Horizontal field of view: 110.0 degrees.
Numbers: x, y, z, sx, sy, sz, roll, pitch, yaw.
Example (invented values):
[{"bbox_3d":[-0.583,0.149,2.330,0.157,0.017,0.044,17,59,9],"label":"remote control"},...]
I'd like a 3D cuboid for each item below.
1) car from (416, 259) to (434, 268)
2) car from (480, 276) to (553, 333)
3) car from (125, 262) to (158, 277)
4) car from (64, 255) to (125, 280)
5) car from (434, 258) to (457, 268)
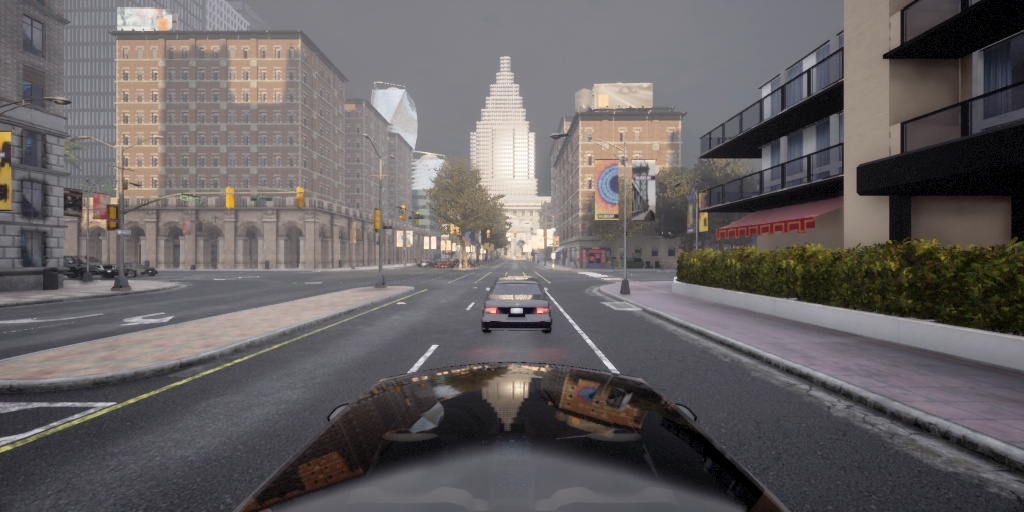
[{"bbox_3d":[-14.535,1.242,61.520,2.128,1.511,4.902,0,0,1],"label":"car"},{"bbox_3d":[0.143,1.297,10.709,2.033,1.411,5.357,0,0,1],"label":"car"},{"bbox_3d":[-36.838,1.314,34.530,4.181,1.385,1.994,0,0,0],"label":"car"},{"bbox_3d":[-37.615,0.971,31.029,5.566,2.045,2.150,0,0,0],"label":"car"},{"bbox_3d":[-11.065,1.102,59.635,2.097,1.767,4.553,0,0,1],"label":"car"}]
